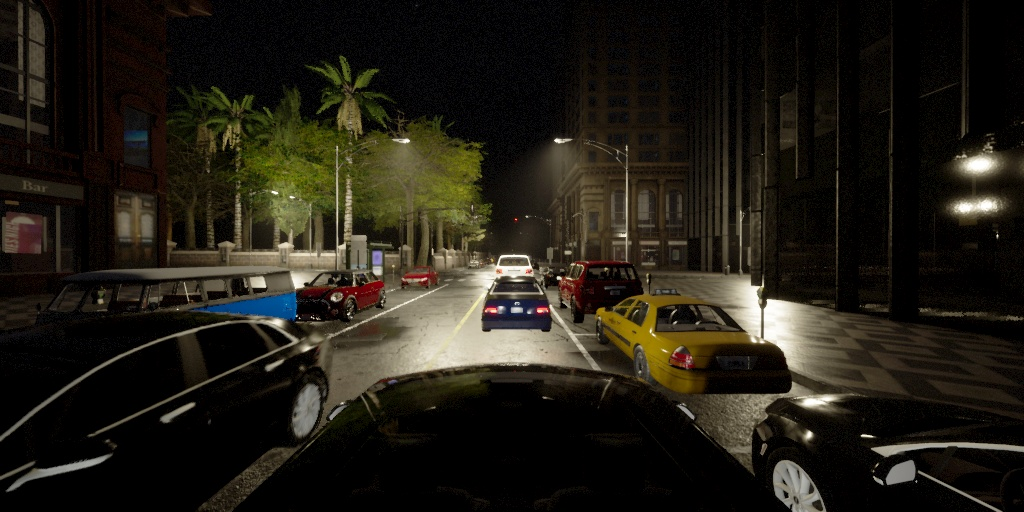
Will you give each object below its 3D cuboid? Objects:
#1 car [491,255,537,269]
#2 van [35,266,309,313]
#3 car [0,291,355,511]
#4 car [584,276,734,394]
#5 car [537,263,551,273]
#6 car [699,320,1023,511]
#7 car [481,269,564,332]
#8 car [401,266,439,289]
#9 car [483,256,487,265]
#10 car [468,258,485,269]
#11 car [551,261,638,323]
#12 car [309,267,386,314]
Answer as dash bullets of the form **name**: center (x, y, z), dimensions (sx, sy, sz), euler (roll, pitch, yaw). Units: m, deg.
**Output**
- **car**: center (0.111, 0.968, 21.365), dimensions (2.150, 2.045, 5.566), euler (0, 0, 0)
- **van**: center (-5.760, 1.090, 6.566), dimensions (1.690, 1.789, 3.998), euler (0, 0, 0)
- **car**: center (-3.098, 1.255, 2.452), dimensions (1.837, 1.490, 4.892), euler (0, 0, 0)
- **car**: center (2.765, 1.275, 6.717), dimensions (1.751, 1.417, 4.829), euler (0, 0, 0)
- **car**: center (2.774, 1.311, 22.823), dimensions (1.948, 1.339, 4.313), euler (0, 0, 0)
- **car**: center (2.762, 1.300, 1.122), dimensions (2.007, 1.370, 4.403), euler (0, 0, 0)
- **car**: center (0.108, 1.296, 10.793), dimensions (2.033, 1.411, 5.357), euler (0, 0, 0)
- **car**: center (-5.752, 1.327, 22.845), dimensions (1.802, 1.307, 4.207), euler (0, 0, 0)
- **car**: center (-5.731, 1.160, 60.125), dimensions (1.967, 1.591, 4.097), euler (0, 0, 0)
- **car**: center (-5.734, 1.275, 54.705), dimensions (2.007, 1.370, 4.403), euler (0, 0, 0)
- **car**: center (2.768, 1.063, 11.972), dimensions (2.192, 1.841, 5.009), euler (0, 0, 0)
- **car**: center (-5.757, 1.188, 11.993), dimensions (1.967, 1.591, 4.097), euler (0, 0, 0)
